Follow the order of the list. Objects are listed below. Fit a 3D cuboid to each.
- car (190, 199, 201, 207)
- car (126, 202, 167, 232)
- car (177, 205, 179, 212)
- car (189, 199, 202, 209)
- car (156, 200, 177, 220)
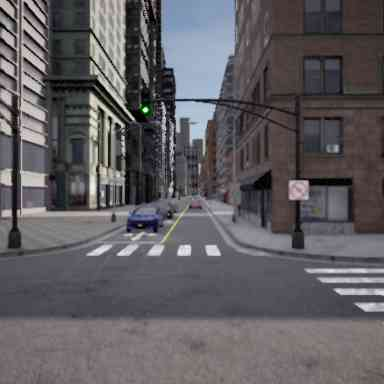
[{"bbox_3d":[0.656,2.043,61.997,2.033,1.411,5.357,0,0,1],"label":"car"},{"bbox_3d":[-2.938,1.652,21.548,1.882,1.535,5.008,0,0,1],"label":"car"},{"bbox_3d":[-2.691,1.933,41.232,1.895,1.301,4.718,0,0,1],"label":"car"},{"bbox_3d":[0.534,1.984,51.995,1.994,1.385,4.181,0,0,1],"label":"car"},{"bbox_3d":[-2.813,1.605,31.416,2.097,1.767,4.553,0,0,1],"label":"car"}]
